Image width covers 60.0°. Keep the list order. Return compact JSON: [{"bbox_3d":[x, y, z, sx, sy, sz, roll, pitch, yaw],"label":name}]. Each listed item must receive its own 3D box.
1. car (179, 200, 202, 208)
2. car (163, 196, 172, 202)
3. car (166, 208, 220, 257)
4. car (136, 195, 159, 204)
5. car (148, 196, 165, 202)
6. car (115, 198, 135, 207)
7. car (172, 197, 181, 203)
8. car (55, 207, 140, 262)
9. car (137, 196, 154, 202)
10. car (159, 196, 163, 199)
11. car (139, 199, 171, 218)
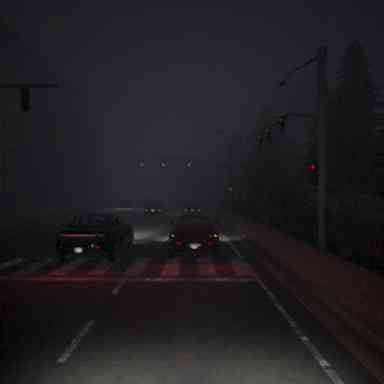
[{"bbox_3d":[0.035,1.702,32.001,2.033,1.411,5.357,0,0,0],"label":"car"},{"bbox_3d":[-7.280,1.742,79.805,2.097,1.767,4.553,0,0,-26],"label":"car"},{"bbox_3d":[0.072,1.589,13.194,1.812,1.442,4.674,0,0,0],"label":"car"},{"bbox_3d":[-7.163,1.484,53.649,2.150,2.045,5.566,0,-1,0],"label":"car"},{"bbox_3d":[-9.658,1.764,90.386,1.882,1.535,5.008,0,0,-41],"label":"car"},{"bbox_3d":[-10.668,1.819,52.215,1.994,1.385,4.181,0,0,0],"label":"car"},{"bbox_3d":[-4.227,1.894,81.539,1.837,1.490,4.892,0,0,-26],"label":"car"},{"bbox_3d":[-3.428,1.554,12.470,2.128,1.511,4.902,0,0,0],"label":"car"},{"bbox_3d":[-12.442,1.806,88.264,2.128,1.511,4.902,0,0,-41],"label":"car"},{"bbox_3d":[-7.691,1.692,69.392,2.097,1.767,4.553,0,0,-8],"label":"car"},{"bbox_3d":[-3.469,1.703,31.993,2.033,1.411,5.357,0,0,0],"label":"car"}]
